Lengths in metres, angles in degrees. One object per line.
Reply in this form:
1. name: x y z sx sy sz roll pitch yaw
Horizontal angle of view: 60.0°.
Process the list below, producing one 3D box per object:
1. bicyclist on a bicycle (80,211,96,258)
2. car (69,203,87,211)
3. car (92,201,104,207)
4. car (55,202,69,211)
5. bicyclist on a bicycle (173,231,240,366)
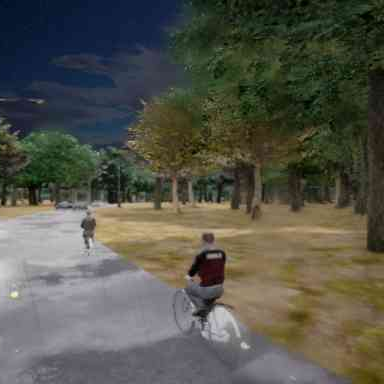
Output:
1. bicyclist on a bicycle: -4.015 1.594 12.814 0.659 1.776 1.843 0 -1 -26
2. car: -18.649 2.482 55.409 1.895 1.301 4.718 0 -1 -10
3. car: -20.980 2.770 74.541 1.895 1.301 4.718 0 -1 -2
4. car: -22.360 2.479 58.088 2.033 1.411 5.357 0 -1 -8
5. bicyclist on a bicycle: 0.128 1.454 4.998 0.659 1.776 1.843 0 -1 -30
